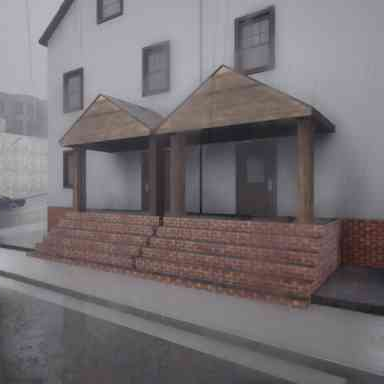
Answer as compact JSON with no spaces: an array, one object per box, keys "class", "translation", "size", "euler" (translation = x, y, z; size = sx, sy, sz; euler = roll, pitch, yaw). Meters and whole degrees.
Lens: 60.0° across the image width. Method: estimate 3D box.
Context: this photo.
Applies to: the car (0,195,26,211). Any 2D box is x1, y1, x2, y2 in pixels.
[{"class":"car","translation":[-15.468,1.012,25.408],"size":[1.895,1.301,4.718],"euler":[0,6,35]}]
